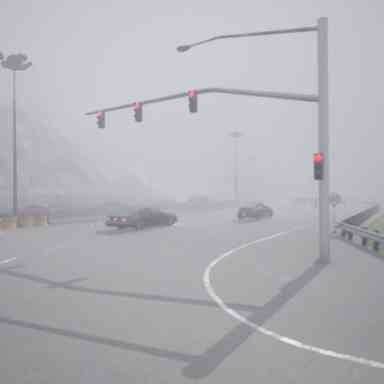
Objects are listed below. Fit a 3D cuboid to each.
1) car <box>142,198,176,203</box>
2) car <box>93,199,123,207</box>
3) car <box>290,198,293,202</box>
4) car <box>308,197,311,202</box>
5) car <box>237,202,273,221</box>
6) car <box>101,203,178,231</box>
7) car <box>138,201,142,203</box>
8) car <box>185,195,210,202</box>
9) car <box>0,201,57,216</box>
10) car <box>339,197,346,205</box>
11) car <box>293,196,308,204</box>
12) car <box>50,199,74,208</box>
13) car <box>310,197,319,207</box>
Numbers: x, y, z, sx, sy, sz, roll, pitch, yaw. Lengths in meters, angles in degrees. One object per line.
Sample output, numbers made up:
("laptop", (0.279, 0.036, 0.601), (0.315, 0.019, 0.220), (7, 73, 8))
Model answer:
("car", (-4.097, 1.737, 46.186), (2.128, 1.511, 4.902), (-1, 0, 33))
("car", (-9.247, 1.847, 38.309), (1.895, 1.301, 4.718), (-1, 0, 33))
("car", (23.961, 1.734, 76.726), (1.994, 1.385, 4.181), (0, 0, 8))
("car", (27.168, 1.743, 74.787), (1.895, 1.301, 4.718), (0, 0, 8))
("car", (5.404, 1.615, 28.362), (1.812, 1.442, 4.674), (-1, 0, 33))
("car", (-3.162, 1.669, 21.741), (2.033, 1.411, 5.357), (-1, 0, 33))
("car", (-7.798, 1.830, 59.998), (2.128, 1.511, 4.902), (-1, 0, 30))
("car", (0.969, 1.467, 54.227), (2.150, 2.045, 5.566), (-1, 0, 30))
("car", (-14.806, 1.812, 29.882), (1.994, 1.385, 4.181), (-1, 0, 33))
("car", (27.522, 1.649, 62.252), (1.994, 1.385, 4.181), (-1, 0, 17))
("car", (21.431, 1.650, 65.805), (1.837, 1.490, 4.892), (0, -1, 16))
("car", (-18.048, 1.691, 44.044), (2.097, 1.767, 4.553), (-1, 0, 33))
("car", (21.076, 1.605, 54.874), (1.837, 1.490, 4.892), (0, 0, 24))
